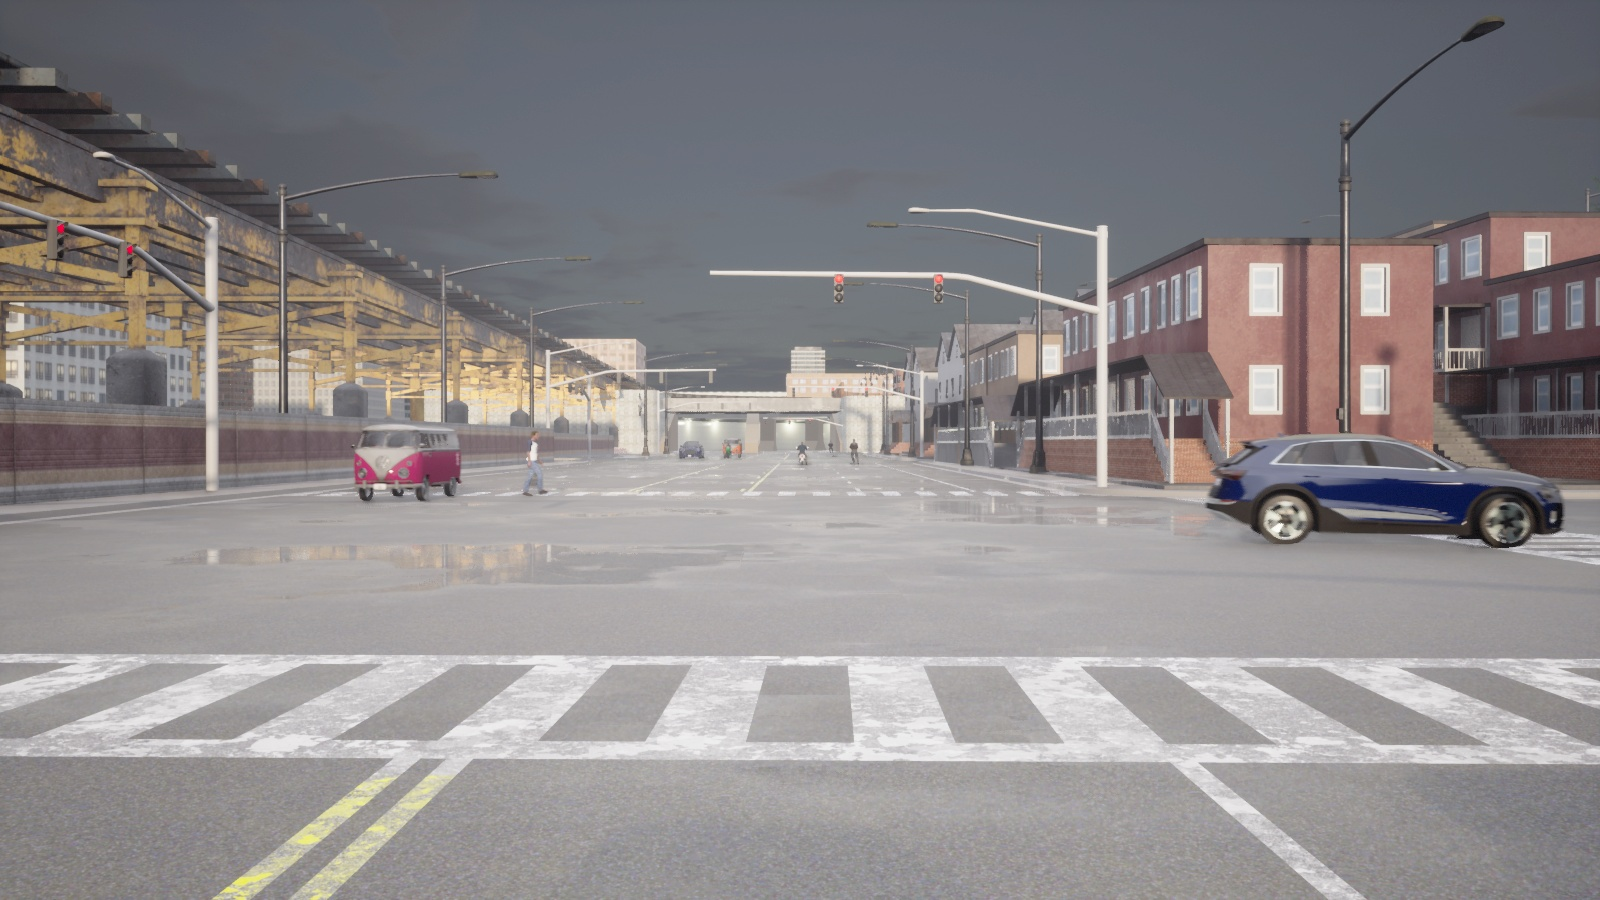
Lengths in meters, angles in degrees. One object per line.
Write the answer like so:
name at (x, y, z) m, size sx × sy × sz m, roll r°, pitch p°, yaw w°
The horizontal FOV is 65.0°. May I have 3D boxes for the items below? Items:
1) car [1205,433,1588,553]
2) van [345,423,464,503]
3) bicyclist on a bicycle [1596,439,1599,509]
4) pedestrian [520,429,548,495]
car at (8.689, 0.577, 18.789) m, size 4.856 × 1.649 × 2.033 m, roll 0°, pitch 1°, yaw 14°
van at (-10.430, 0.302, 33.444) m, size 1.775 × 1.987 × 4.442 m, roll 0°, pitch 0°, yaw 0°
bicyclist on a bicycle at (19.281, 0.552, 28.819) m, size 1.656 × 1.620 × 0.582 m, roll 0°, pitch 0°, yaw 0°
pedestrian at (-7.383, 0.329, 34.858) m, size 0.706 × 1.836 × 0.354 m, roll 0°, pitch 0°, yaw 0°
